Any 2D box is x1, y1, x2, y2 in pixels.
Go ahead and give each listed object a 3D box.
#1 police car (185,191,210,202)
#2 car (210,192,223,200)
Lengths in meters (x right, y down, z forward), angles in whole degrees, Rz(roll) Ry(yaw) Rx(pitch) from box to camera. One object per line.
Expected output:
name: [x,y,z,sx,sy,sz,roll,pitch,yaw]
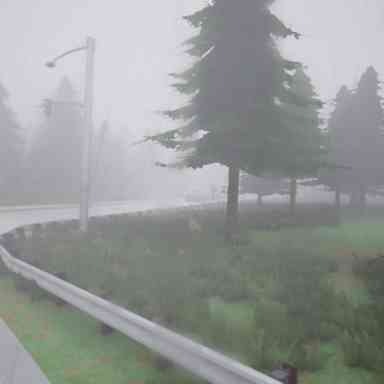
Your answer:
police car: [0.514,0.653,49.485,1.930,1.638,5.238,3,1,21]
car: [4.125,0.727,58.916,2.033,1.411,5.357,3,1,21]
